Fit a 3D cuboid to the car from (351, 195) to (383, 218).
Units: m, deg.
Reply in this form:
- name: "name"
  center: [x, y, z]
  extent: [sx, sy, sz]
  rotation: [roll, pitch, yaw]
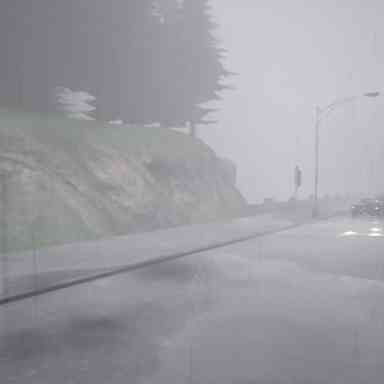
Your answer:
- name: "car"
  center: [13.250, 1.147, 24.670]
  extent: [1.895, 1.301, 4.718]
  rotation: [2, 2, 38]

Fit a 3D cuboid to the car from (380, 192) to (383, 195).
- name: "car"
  center: [19.064, 0.783, 32.236]
  extent: [2.097, 1.767, 4.553]
  rotation: [2, 2, 38]
